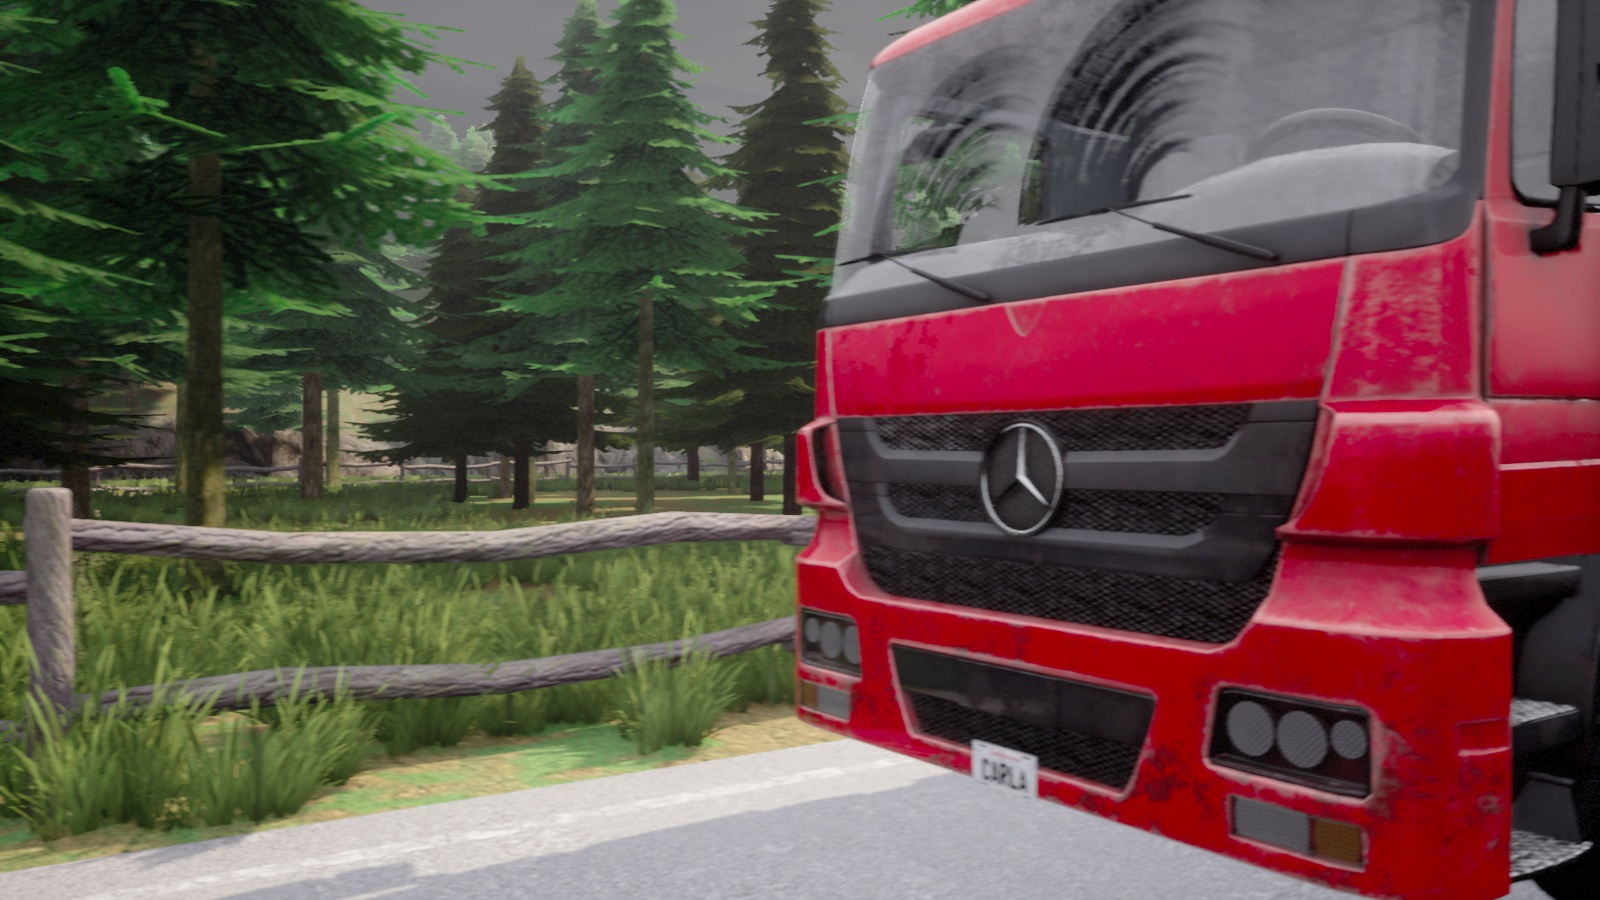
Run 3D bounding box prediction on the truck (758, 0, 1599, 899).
[{"bbox_3d":[3.918,-0.230,6.334,7.936,3.462,2.891,0,0,-34],"label":"truck"}]
